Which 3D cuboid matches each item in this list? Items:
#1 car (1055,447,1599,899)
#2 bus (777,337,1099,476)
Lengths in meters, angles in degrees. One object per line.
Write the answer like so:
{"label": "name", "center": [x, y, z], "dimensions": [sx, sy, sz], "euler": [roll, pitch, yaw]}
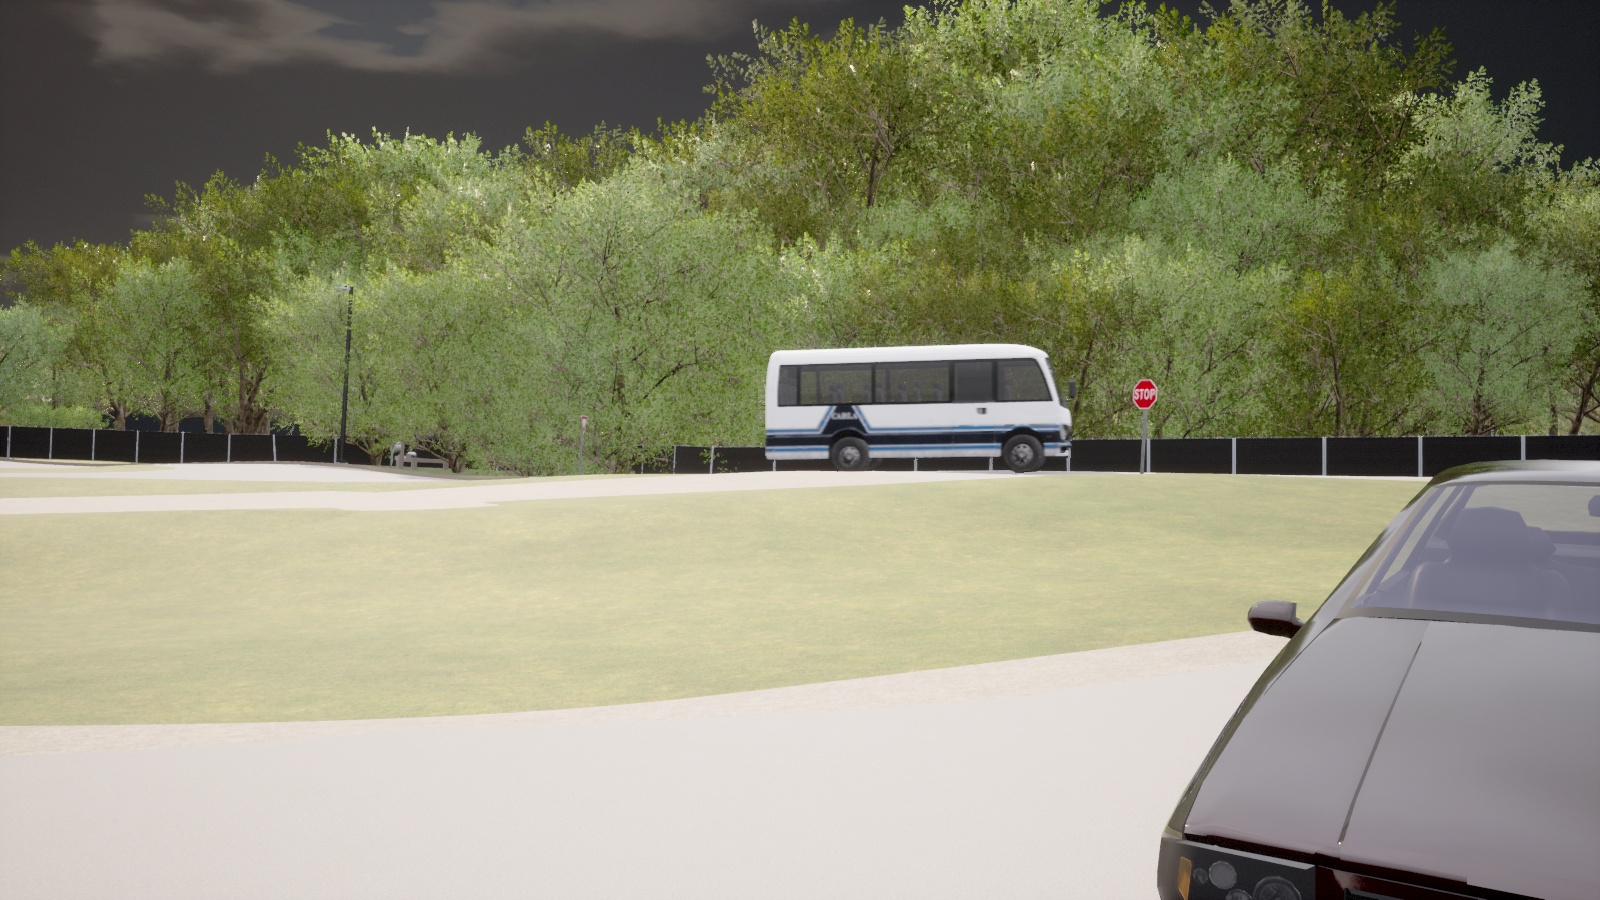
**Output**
{"label": "car", "center": [2.823, 0.751, 4.234], "dimensions": [2.033, 1.411, 5.357], "euler": [2, 2, 33]}
{"label": "bus", "center": [4.715, -1.340, 42.104], "dimensions": [10.273, 4.253, 3.944], "euler": [-1, 0, 13]}
